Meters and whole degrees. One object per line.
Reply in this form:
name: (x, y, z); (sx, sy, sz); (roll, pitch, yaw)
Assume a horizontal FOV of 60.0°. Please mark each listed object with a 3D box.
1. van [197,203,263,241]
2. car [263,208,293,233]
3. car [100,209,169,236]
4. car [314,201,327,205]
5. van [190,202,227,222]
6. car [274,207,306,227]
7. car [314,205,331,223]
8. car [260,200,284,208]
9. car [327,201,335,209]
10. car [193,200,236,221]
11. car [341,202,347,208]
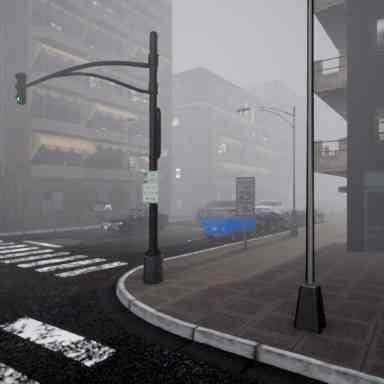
van: (2.230, 1.704, 18.786); (1.690, 1.788, 3.998); (-1, -2, 35)
car: (5.304, 2.035, 23.393); (1.947, 1.339, 4.313); (-1, -2, 35)
car: (-3.490, 1.815, 20.939); (2.128, 1.511, 4.902); (0, -1, 35)
car: (24.155, 2.890, 64.301); (1.802, 1.307, 4.206); (-1, -2, 35)
van: (1.681, 1.903, 32.708); (1.690, 1.788, 3.998); (-1, -2, 35)
car: (8.514, 2.158, 27.906); (1.802, 1.307, 4.206); (-1, -2, 35)
car: (11.725, 2.233, 32.422); (2.008, 1.369, 4.403); (-1, -2, 35)
car: (8.843, 1.955, 38.253); (2.150, 2.045, 5.566); (0, -1, 36)
car: (27.364, 2.729, 68.821); (2.192, 1.841, 5.009); (-1, -2, 35)
car: (2.647, 1.749, 29.551); (2.150, 2.045, 5.566); (0, -1, 37)
car: (40.111, 3.376, 86.737); (1.752, 1.417, 4.829); (-1, -2, 35)
